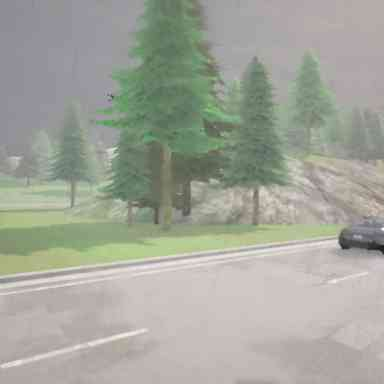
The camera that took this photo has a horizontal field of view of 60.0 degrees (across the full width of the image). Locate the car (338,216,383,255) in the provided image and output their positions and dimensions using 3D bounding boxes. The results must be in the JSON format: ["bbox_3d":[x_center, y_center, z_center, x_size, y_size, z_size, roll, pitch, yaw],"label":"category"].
[{"bbox_3d":[7.971,1.699,13.850,4.181,1.385,1.994,1,0,-35],"label":"car"}]
